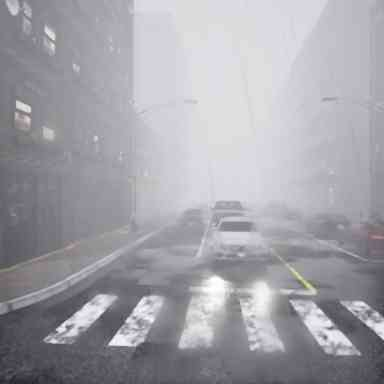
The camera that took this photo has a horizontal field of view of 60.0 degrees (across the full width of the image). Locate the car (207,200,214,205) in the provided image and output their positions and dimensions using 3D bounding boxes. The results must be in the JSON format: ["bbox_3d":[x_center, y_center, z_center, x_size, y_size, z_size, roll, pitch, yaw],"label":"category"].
[{"bbox_3d":[5.167,2.954,91.916,1.887,1.381,4.507,0,-1,4],"label":"car"}]

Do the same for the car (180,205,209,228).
[{"bbox_3d":[0.101,1.947,25.836,1.947,1.339,4.313,0,-1,4],"label":"car"}]

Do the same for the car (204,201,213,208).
[{"bbox_3d":[3.465,2.584,69.721,1.752,1.417,4.829,0,-1,4],"label":"car"}]

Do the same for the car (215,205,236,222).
[{"bbox_3d":[3.234,2.061,32.576,1.994,1.385,4.181,0,-1,5],"label":"car"}]

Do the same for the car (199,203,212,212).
[{"bbox_3d":[2.212,2.386,53.369,1.802,1.307,4.206,0,-1,4],"label":"car"}]

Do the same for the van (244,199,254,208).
[{"bbox_3d":[11.832,2.433,69.240,1.690,1.788,3.998,0,-1,4],"label":"van"}]

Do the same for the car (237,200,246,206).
[{"bbox_3d":[13.522,2.990,91.262,2.008,1.369,4.403,0,-1,4],"label":"car"}]

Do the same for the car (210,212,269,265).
[{"bbox_3d":[1.707,1.721,12.709,1.812,1.442,4.674,0,-1,4],"label":"car"}]

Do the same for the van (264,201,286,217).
[{"bbox_3d":[9.300,1.921,36.199,1.690,1.788,3.998,0,-1,4],"label":"van"}]

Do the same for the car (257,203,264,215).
[{"bbox_3d":[9.723,2.230,41.703,1.947,1.339,4.313,0,-1,4],"label":"car"}]

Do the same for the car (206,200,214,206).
[{"bbox_3d":[4.745,2.888,86.409,1.947,1.339,4.313,0,-1,4],"label":"car"}]

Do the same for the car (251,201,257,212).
[{"bbox_3d":[7.454,2.317,45.897,1.895,1.301,4.718,0,-1,4],"label":"car"}]

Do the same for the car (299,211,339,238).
[{"bbox_3d":[8.034,1.894,19.676,1.947,1.339,4.313,0,-1,4],"label":"car"}]

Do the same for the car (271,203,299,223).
[{"bbox_3d":[8.878,2.040,30.690,1.887,1.381,4.507,0,-1,4],"label":"car"}]

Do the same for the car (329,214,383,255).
[{"bbox_3d":[7.612,1.826,14.169,1.802,1.307,4.206,0,-1,4],"label":"car"}]

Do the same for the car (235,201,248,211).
[{"bbox_3d":[8.198,2.372,55.689,1.837,1.490,4.892,0,-1,4],"label":"car"}]

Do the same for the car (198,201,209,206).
[{"bbox_3d":[1.367,2.179,42.357,1.887,1.381,4.507,0,-1,4],"label":"car"}]

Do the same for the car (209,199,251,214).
[{"bbox_3d":[2.450,1.565,22.574,2.150,2.045,5.566,0,-1,4],"label":"car"}]
